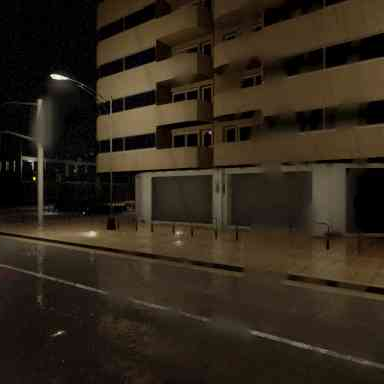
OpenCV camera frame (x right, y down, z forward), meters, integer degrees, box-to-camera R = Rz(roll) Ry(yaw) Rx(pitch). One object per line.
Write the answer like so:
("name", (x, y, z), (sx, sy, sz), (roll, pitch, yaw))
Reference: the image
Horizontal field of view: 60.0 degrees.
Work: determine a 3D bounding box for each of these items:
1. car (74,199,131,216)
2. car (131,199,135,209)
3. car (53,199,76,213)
("car", (-8.465, 1.601, 31.866), (1.895, 1.301, 4.718), (0, 0, 36))
("car", (-7.174, 1.478, 45.796), (1.882, 1.535, 5.008), (0, 0, 36))
("car", (-12.963, 1.547, 37.900), (2.033, 1.411, 5.357), (0, 0, 37))
